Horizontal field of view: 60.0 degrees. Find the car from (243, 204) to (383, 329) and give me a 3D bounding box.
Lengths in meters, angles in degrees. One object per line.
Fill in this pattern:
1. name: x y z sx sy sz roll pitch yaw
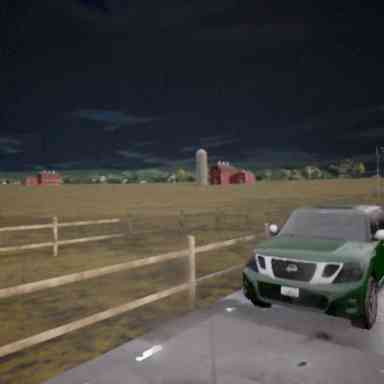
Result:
1. car: 3.277 1.317 7.699 2.150 2.045 5.566 -1 -1 37
